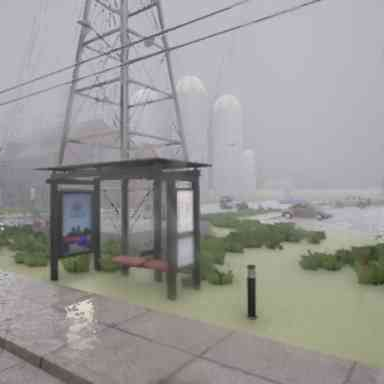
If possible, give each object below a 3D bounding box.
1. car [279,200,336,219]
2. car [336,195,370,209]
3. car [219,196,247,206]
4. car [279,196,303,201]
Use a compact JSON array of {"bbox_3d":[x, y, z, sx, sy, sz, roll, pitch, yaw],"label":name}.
[{"bbox_3d":[9.658,1.600,28.052,3.905,1.438,1.784,-1,0,35],"label":"car"},{"bbox_3d":[22.345,1.392,46.611,4.605,1.855,1.932,-1,0,35],"label":"car"},{"bbox_3d":[5.646,1.525,45.812,3.866,1.878,1.905,-1,0,35],"label":"car"},{"bbox_3d":[19.468,1.693,65.684,4.611,1.667,2.242,-1,0,35],"label":"car"}]
